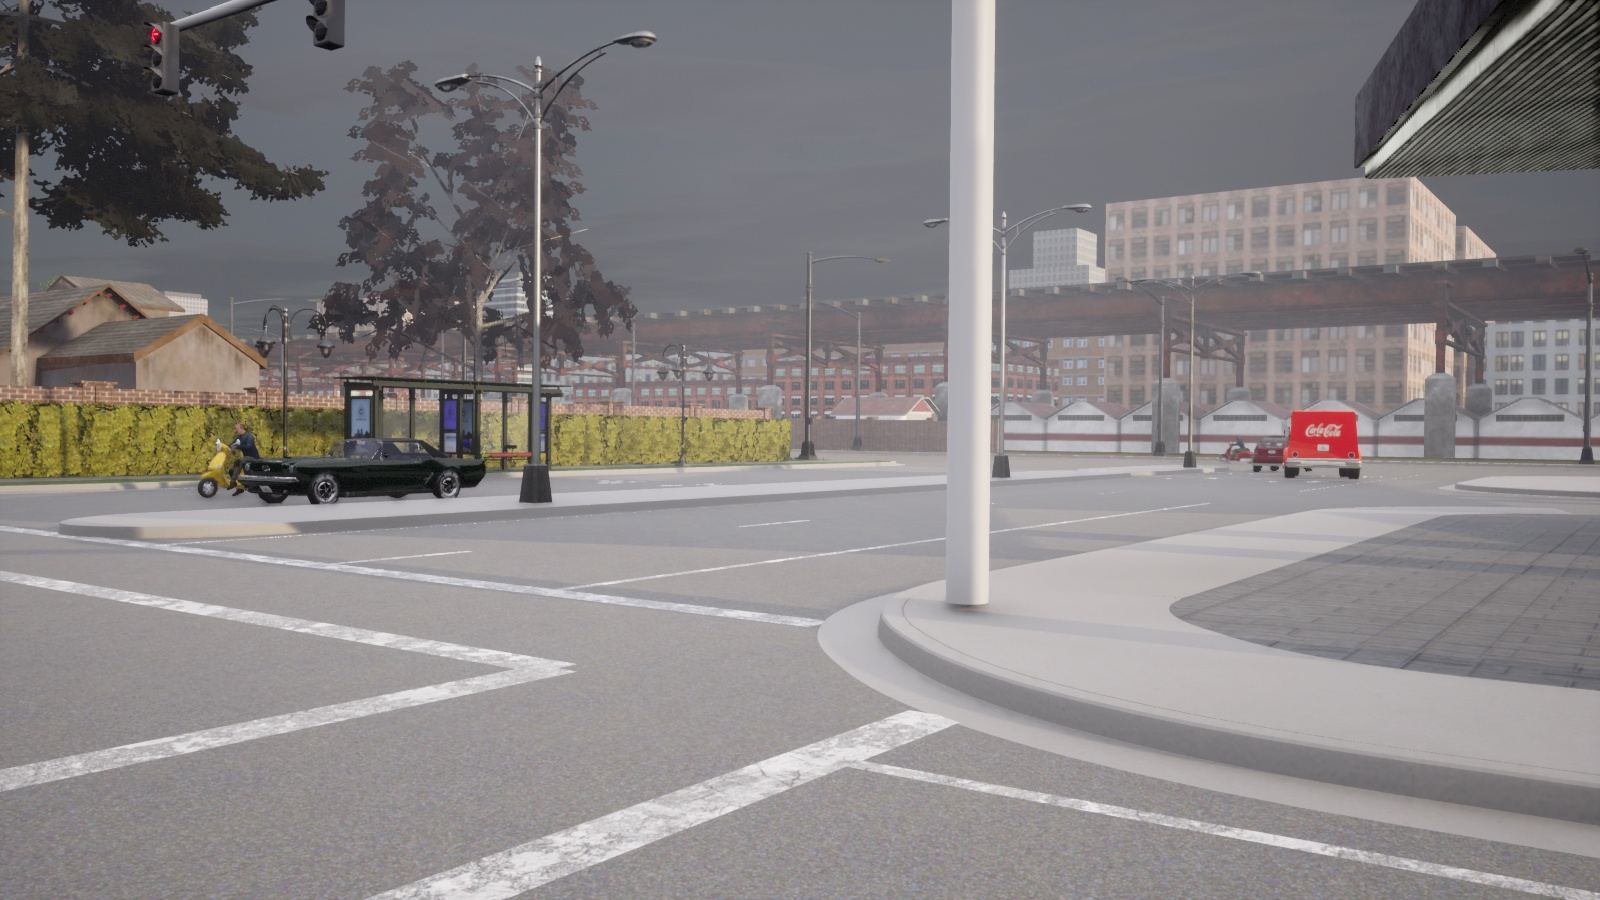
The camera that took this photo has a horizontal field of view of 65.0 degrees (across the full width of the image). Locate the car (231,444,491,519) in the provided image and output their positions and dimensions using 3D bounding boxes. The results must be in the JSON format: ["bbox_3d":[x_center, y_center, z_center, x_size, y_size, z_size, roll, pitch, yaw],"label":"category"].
[{"bbox_3d":[-8.724,0.564,25.371,1.895,1.301,4.718,0,1,35],"label":"car"}]

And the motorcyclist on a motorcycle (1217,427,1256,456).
[{"bbox_3d":[23.608,-0.457,67.987,1.817,1.590,0.866,0,1,35],"label":"motorcyclist on a motorcycle"}]

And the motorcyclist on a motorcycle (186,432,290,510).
[{"bbox_3d":[-11.985,0.427,26.842,0.866,1.590,1.817,0,1,35],"label":"motorcyclist on a motorcycle"}]

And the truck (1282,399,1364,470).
[{"bbox_3d":[19.224,-0.563,46.375,2.627,2.467,5.204,0,1,21],"label":"truck"}]

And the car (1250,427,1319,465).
[{"bbox_3d":[20.495,-0.200,53.092,1.789,1.549,3.705,0,1,37],"label":"car"}]
